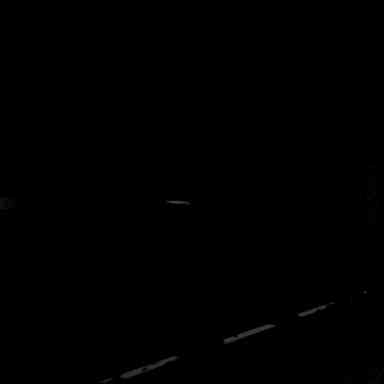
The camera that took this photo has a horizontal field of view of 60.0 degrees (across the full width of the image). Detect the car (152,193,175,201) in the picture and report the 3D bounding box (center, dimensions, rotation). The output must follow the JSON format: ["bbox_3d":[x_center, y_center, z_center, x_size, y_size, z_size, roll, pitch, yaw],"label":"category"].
[{"bbox_3d":[-4.811,0.858,55.184,1.895,1.301,4.718,-1,1,-35],"label":"car"}]
